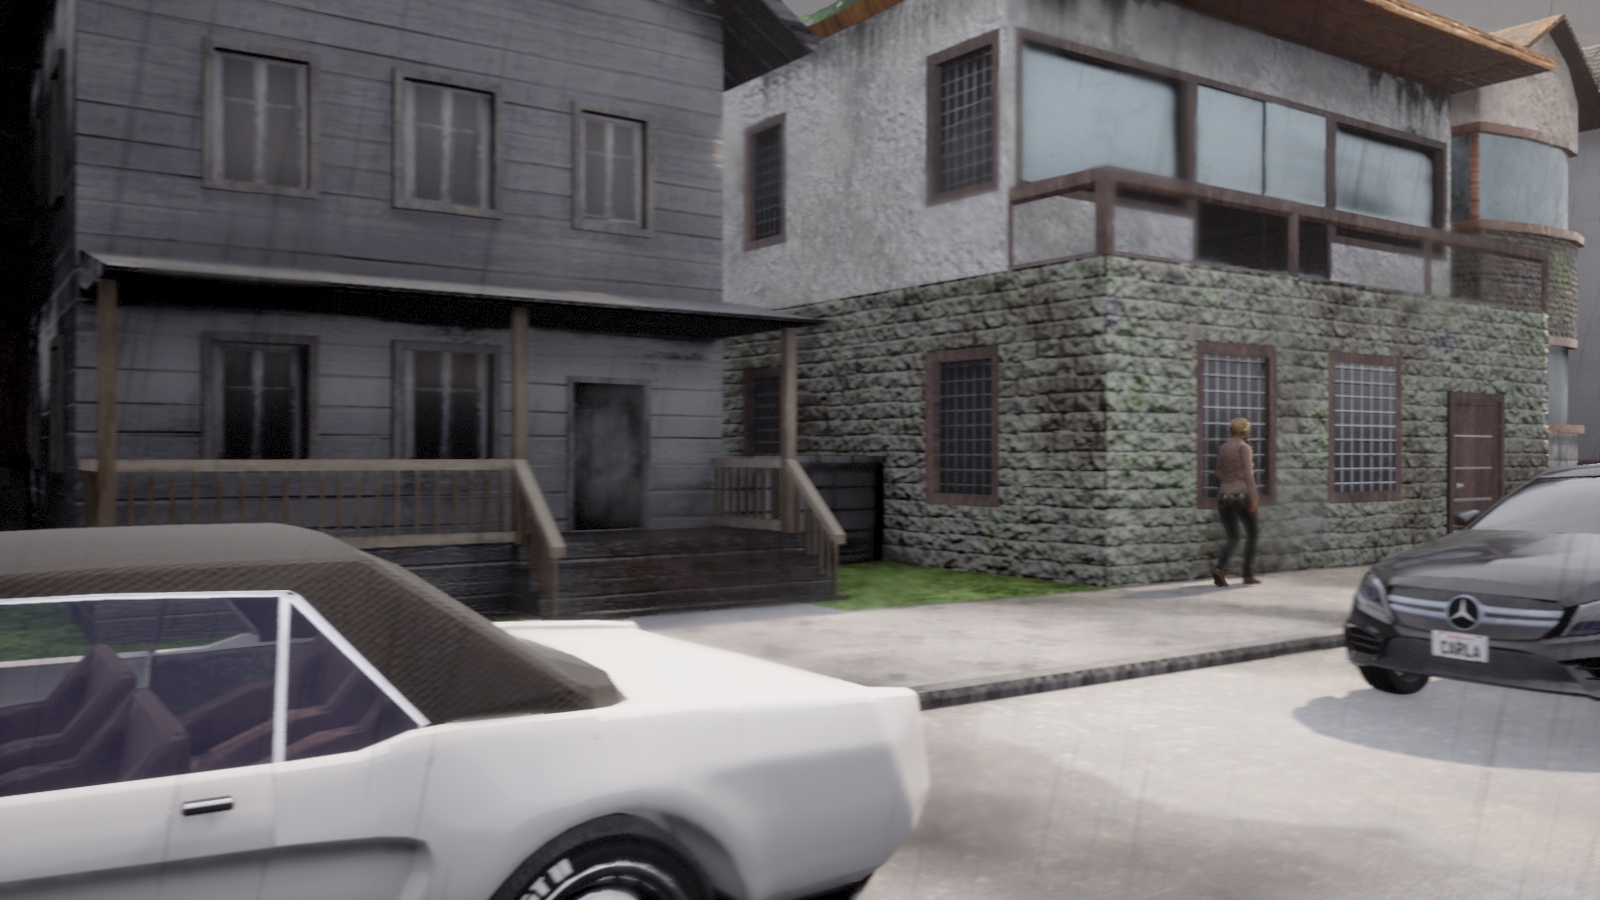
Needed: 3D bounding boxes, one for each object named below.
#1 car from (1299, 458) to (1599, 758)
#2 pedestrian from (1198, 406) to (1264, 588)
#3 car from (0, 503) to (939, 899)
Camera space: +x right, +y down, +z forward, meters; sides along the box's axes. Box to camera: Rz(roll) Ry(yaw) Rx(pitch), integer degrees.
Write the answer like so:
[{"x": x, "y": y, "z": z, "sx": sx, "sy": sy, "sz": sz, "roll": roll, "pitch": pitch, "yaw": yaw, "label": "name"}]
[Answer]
[{"x": 5.397, "y": 0.779, "z": 8.024, "sx": 4.674, "sy": 1.442, "sz": 1.812, "roll": 0, "pitch": 0, "yaw": -35, "label": "car"}, {"x": 4.475, "y": 0.477, "z": 13.026, "sx": 0.634, "sy": 1.846, "sz": 0.331, "roll": 0, "pitch": 0, "yaw": -35, "label": "pedestrian"}, {"x": -2.104, "y": 0.857, "z": 2.804, "sx": 4.718, "sy": 1.301, "sz": 1.895, "roll": 0, "pitch": 0, "yaw": -35, "label": "car"}]
